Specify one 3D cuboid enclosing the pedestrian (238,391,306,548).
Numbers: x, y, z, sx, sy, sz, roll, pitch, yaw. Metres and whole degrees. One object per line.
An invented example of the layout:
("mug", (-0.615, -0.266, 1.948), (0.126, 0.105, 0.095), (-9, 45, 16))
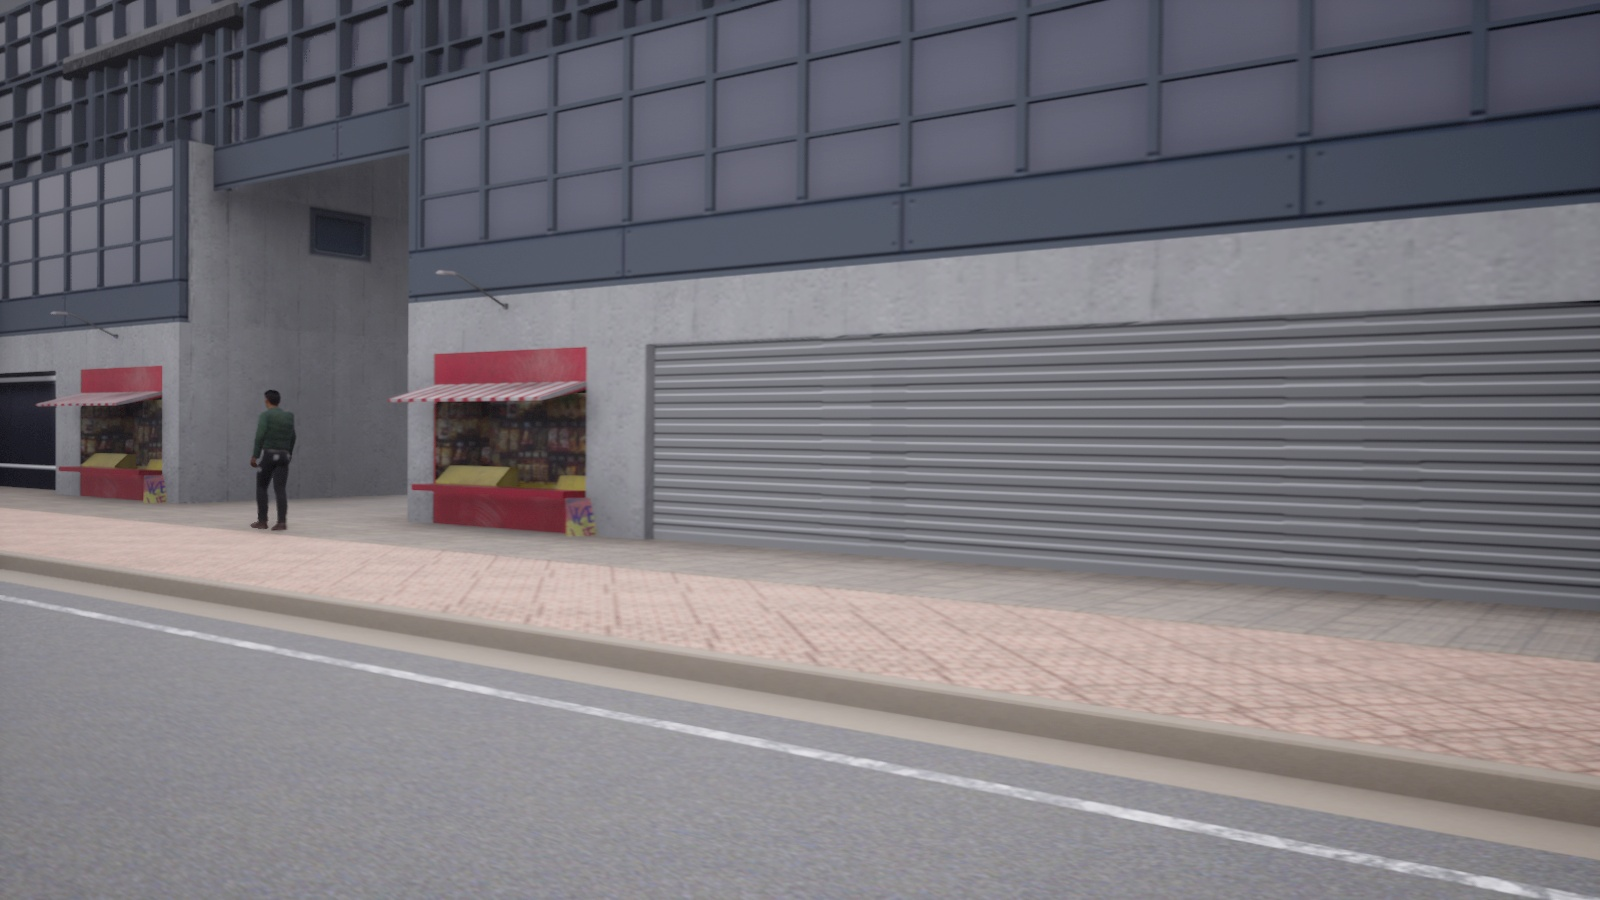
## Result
("pedestrian", (-6.738, 0.237, 16.016), (0.788, 1.949, 0.423), (0, 1, 36))
